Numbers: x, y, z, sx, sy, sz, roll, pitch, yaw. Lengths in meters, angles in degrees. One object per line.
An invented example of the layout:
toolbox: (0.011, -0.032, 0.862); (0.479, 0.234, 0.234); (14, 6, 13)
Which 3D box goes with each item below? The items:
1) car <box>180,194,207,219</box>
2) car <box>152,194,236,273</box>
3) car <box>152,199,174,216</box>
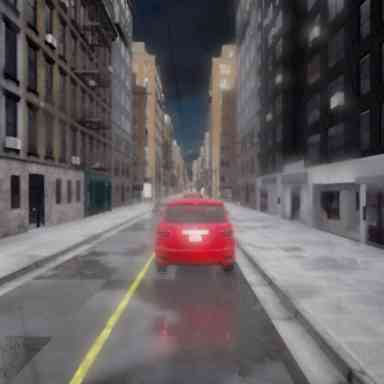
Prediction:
car: (0.136, 1.177, 29.889); (2.150, 2.045, 5.566); (0, 0, 0)
car: (0.096, 1.208, 10.742); (2.150, 2.045, 5.566); (0, 0, 0)
car: (-2.798, 1.476, 33.372); (1.812, 1.442, 4.674); (0, 0, 0)
